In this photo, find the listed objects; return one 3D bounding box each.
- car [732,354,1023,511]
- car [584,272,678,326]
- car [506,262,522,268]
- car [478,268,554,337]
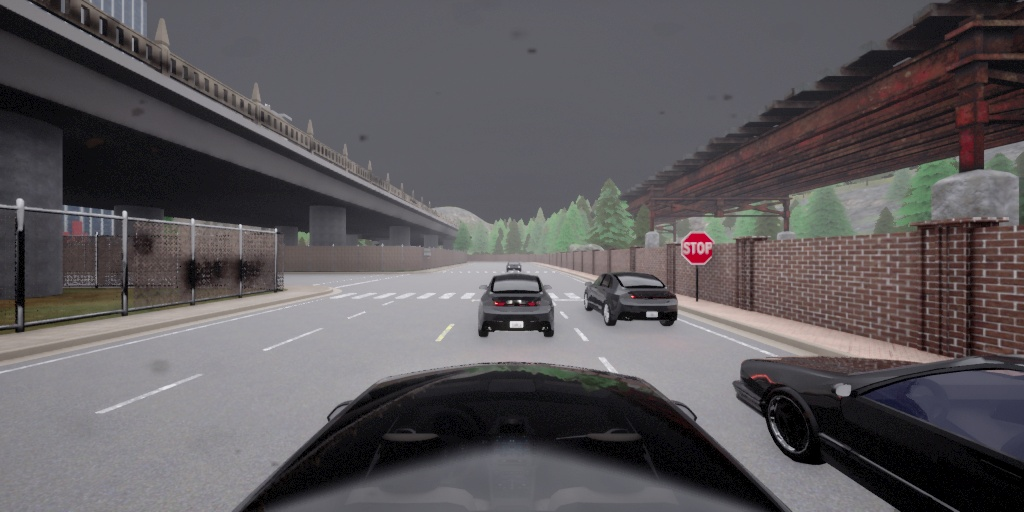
[{"bbox_3d":[3.600,1.297,1.883,2.033,1.411,5.357,0,0,0],"label":"car"},{"bbox_3d":[3.607,1.255,11.629,1.837,1.490,4.892,0,0,0],"label":"car"},{"bbox_3d":[0.227,1.351,45.475,1.895,1.301,4.718,0,0,-1],"label":"car"},{"bbox_3d":[0.104,1.255,10.273,1.837,1.490,4.892,0,0,0],"label":"car"}]
